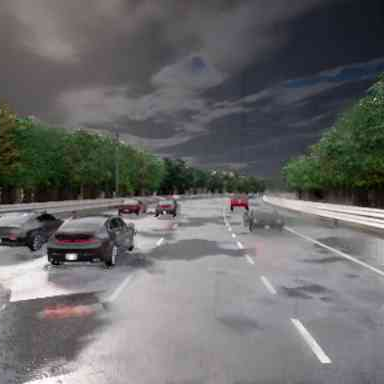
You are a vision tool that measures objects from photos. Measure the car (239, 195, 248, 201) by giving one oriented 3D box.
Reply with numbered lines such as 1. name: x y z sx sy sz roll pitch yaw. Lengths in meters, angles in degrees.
1. car: 13.823 1.518 89.653 2.033 1.411 5.357 0 0 13

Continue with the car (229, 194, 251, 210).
1. car: 5.926 1.206 42.073 2.150 2.045 5.566 0 0 6

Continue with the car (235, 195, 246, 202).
1. car: 11.563 1.476 79.250 2.163 1.488 4.792 0 0 11

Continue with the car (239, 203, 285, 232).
1. car: 4.157 1.592 20.007 1.895 1.301 4.718 0 0 3

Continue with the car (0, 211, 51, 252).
1. car: -6.609 1.510 13.738 1.812 1.442 4.674 0 0 2

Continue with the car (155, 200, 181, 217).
1. car: -2.146 1.487 30.667 1.837 1.490 4.892 0 0 4

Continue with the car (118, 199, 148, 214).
1. car: -5.569 1.457 31.816 1.882 1.535 5.008 0 0 4

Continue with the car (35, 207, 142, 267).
1. car: -3.184 1.494 11.382 1.837 1.490 4.892 0 0 2
